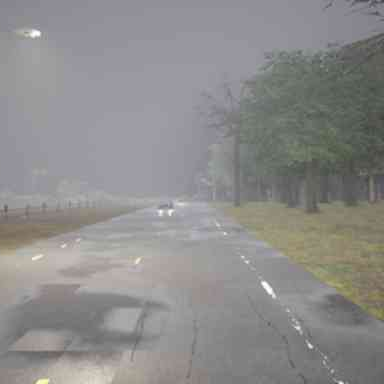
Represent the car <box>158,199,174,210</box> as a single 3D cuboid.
[{"bbox_3d":[-3.508,1.663,45.455,1.994,1.385,4.181,0,0,0],"label":"car"}]
